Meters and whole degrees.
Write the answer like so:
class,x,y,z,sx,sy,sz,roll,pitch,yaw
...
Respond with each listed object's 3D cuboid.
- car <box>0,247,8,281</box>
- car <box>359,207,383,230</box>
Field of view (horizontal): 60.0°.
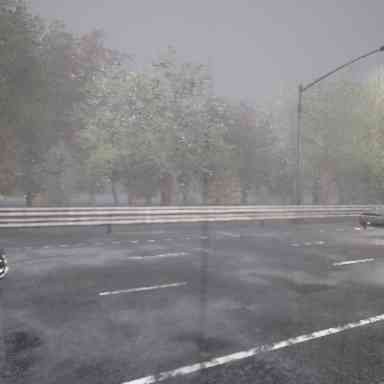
class,x,y,z,sx,sy,sz,roll,pitch,yaw
car,-6.506,1.394,6.739,4.892,1.490,1.837,1,0,-28
car,12.594,1.687,20.806,4.902,1.511,2.128,1,0,-28
